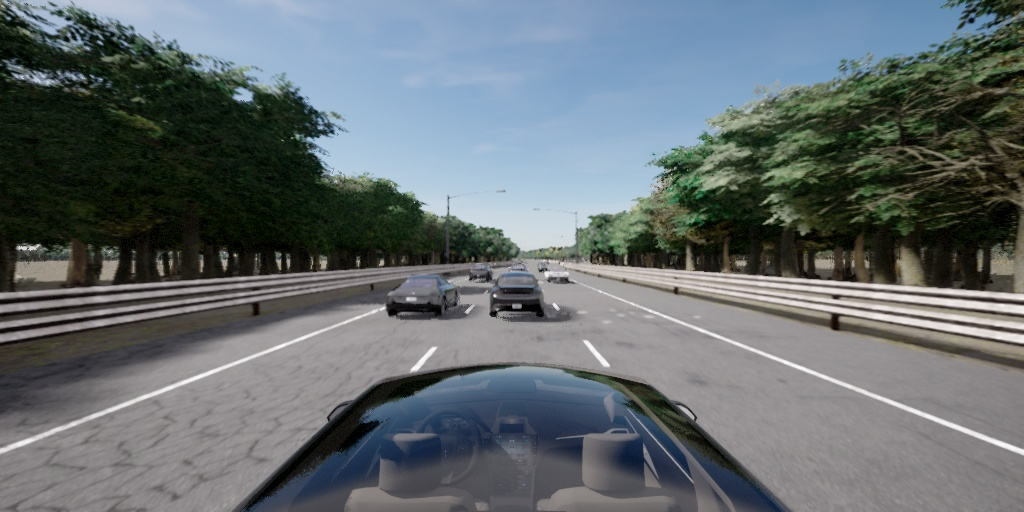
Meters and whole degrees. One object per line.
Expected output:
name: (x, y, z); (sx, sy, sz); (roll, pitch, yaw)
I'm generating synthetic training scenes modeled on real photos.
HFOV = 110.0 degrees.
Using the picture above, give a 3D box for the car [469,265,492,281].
car: (-2.870, 1.565, 33.923); (2.128, 1.511, 4.902); (0, -1, 2)

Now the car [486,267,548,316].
car: (0.183, 1.363, 13.856); (1.837, 1.490, 4.892); (0, 0, 1)

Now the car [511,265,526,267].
car: (0.641, 1.573, 34.168); (2.128, 1.511, 4.902); (0, -1, 2)

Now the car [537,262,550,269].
car: (5.013, 1.972, 56.291); (1.895, 1.301, 4.718); (0, -1, 3)

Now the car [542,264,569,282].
car: (3.982, 1.665, 32.440); (1.895, 1.301, 4.718); (0, -1, 2)

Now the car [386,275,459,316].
car: (-3.314, 1.417, 13.922); (1.994, 1.385, 4.181); (0, 0, 1)
